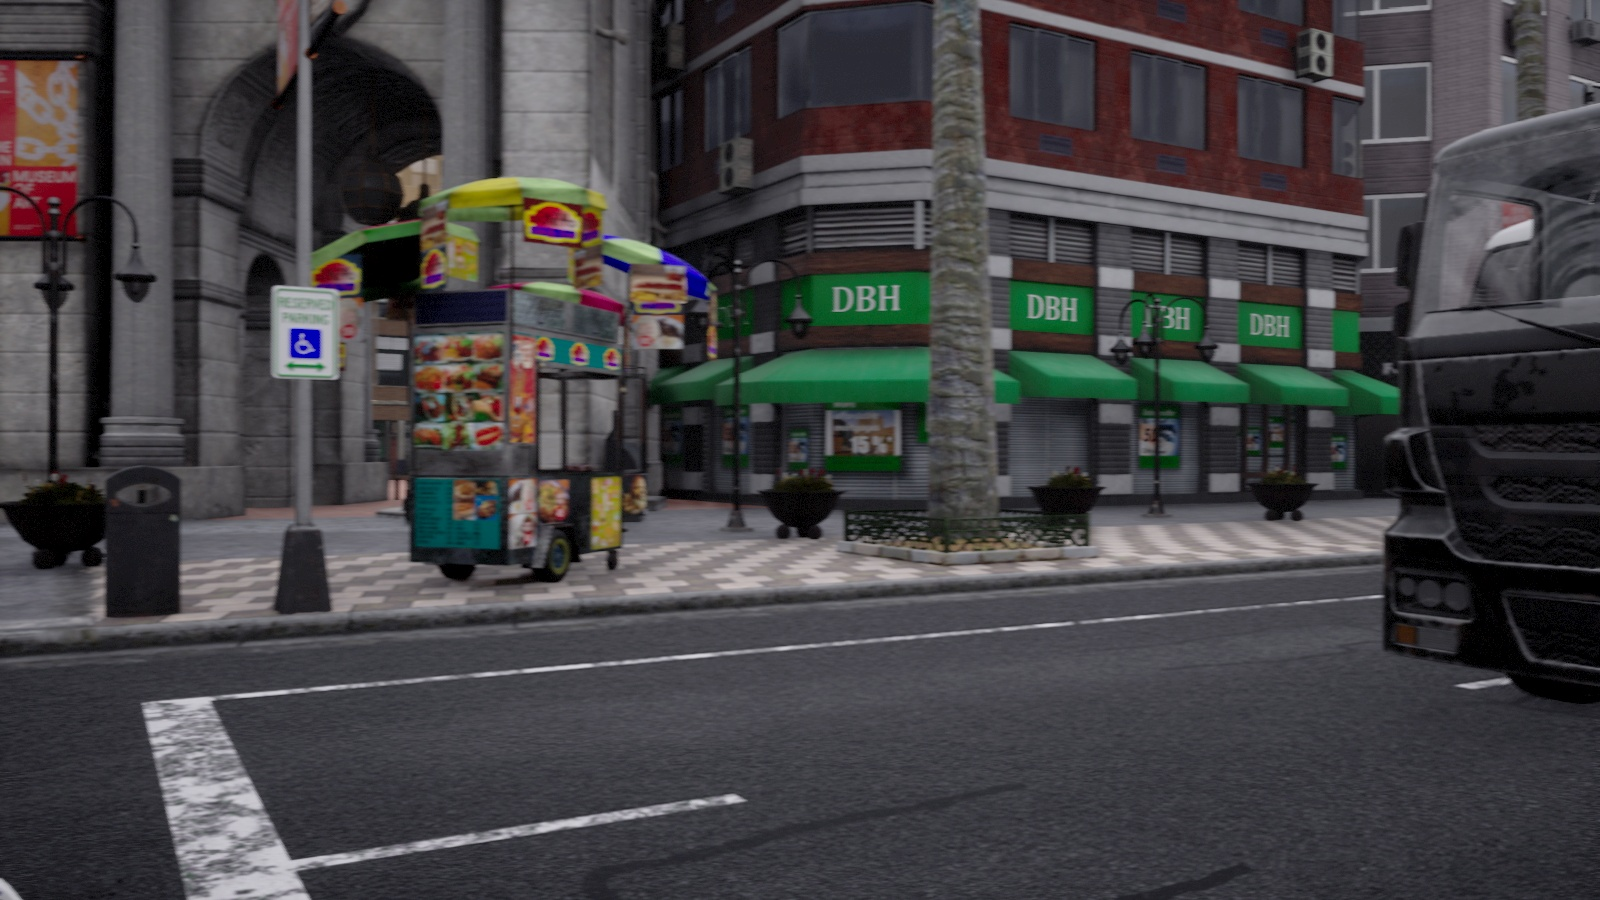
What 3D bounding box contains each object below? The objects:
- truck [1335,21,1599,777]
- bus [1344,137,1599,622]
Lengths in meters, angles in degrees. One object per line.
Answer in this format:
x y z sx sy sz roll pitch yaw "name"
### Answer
7.124 -0.236 7.698 7.936 3.462 2.891 0 0 -30 "truck"
11.172 -0.625 14.104 10.273 4.253 3.944 0 0 -30 "bus"
